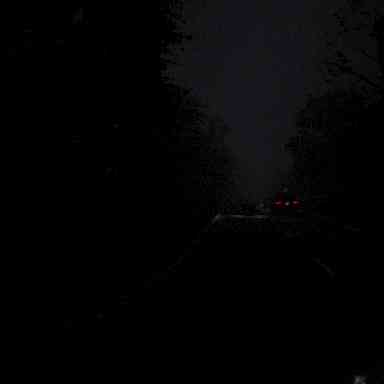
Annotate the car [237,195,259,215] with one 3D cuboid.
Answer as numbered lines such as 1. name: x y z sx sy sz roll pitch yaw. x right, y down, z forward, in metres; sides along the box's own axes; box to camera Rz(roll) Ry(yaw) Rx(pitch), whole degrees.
1. car: 5.398 1.327 32.209 1.882 1.535 5.008 1 0 8

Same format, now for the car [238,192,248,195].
1. car: 11.348 0.796 74.036 2.097 1.767 4.553 1 1 8

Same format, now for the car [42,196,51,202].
1. car: -31.922 1.105 66.227 5.566 2.045 2.435 1 1 8

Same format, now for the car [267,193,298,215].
1. car: 8.945 1.117 32.611 2.150 2.045 5.566 1 1 8

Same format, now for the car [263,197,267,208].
1. car: 10.527 1.313 44.020 2.128 1.511 4.902 1 1 8
